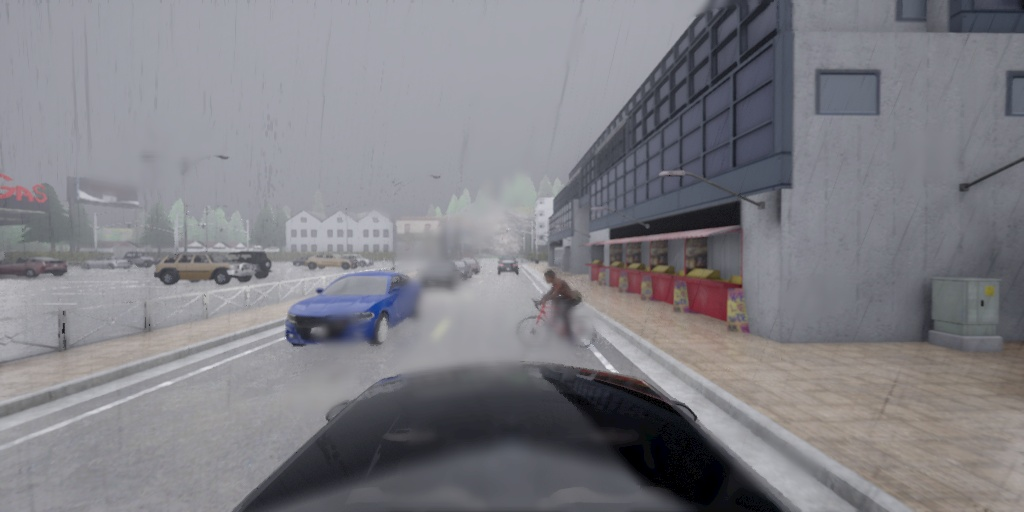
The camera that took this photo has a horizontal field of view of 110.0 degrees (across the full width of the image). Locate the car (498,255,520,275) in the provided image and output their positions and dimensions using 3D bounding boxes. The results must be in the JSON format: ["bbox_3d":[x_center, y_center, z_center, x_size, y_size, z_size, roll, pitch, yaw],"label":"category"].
[{"bbox_3d":[-0.351,0.922,33.245,1.812,1.442,4.674,0,1,-1],"label":"car"}]

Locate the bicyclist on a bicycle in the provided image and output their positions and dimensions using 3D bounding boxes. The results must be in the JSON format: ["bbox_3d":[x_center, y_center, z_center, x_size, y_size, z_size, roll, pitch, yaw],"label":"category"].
[{"bbox_3d":[0.955,1.116,7.418,1.656,1.620,0.582,0,1,-1],"label":"bicyclist on a bicycle"}]

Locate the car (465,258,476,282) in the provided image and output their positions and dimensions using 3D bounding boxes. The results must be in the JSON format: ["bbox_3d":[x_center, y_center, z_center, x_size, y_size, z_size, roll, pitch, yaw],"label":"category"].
[{"bbox_3d":[-3.834,1.015,25.348,1.812,1.442,4.674,0,1,-1],"label":"car"}]

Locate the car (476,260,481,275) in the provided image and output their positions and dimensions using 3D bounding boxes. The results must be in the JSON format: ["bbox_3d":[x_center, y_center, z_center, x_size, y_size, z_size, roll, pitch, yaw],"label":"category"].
[{"bbox_3d":[-3.989,0.924,33.386,1.812,1.442,4.674,0,1,0],"label":"car"}]

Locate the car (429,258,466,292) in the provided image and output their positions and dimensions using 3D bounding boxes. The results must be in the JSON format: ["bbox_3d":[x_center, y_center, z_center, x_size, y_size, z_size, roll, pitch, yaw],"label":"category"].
[{"bbox_3d":[-3.840,1.060,19.524,1.837,1.490,4.892,0,0,-1],"label":"car"}]

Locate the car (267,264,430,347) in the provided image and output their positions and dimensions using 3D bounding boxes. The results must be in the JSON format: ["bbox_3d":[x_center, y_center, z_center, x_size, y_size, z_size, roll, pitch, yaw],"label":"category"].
[{"bbox_3d":[-3.695,1.146,9.307,1.882,1.535,5.008,0,0,-1],"label":"car"}]
